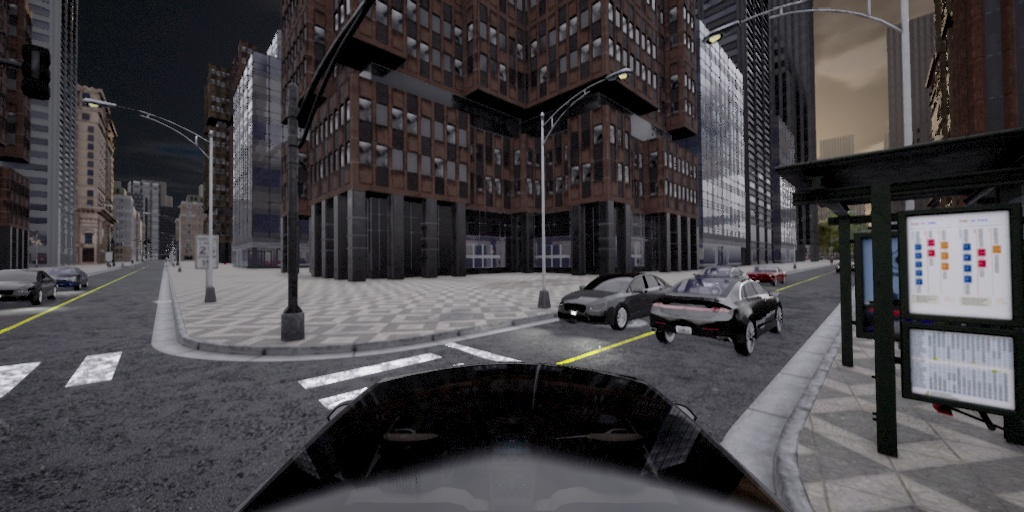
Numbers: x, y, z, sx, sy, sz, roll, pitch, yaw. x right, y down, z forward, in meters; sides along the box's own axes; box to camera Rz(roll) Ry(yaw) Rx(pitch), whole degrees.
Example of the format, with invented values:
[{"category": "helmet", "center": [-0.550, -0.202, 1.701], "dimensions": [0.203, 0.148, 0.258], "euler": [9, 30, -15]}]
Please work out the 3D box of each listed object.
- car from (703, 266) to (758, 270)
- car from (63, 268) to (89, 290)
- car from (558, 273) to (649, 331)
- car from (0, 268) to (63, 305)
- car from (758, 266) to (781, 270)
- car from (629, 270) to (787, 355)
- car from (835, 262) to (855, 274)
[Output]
[{"category": "car", "center": [10.668, 1.284, 18.440], "dimensions": [4.902, 1.511, 2.128], "euler": [0, -1, -44]}, {"category": "car", "center": [-29.624, 1.484, 23.690], "dimensions": [2.033, 1.411, 5.357], "euler": [0, -1, -44]}, {"category": "car", "center": [3.476, 1.308, 11.436], "dimensions": [4.892, 1.490, 1.837], "euler": [0, -1, -42]}, {"category": "car", "center": [-22.363, 1.394, 16.171], "dimensions": [1.837, 1.490, 4.892], "euler": [0, 0, -44]}, {"category": "car", "center": [17.992, 1.380, 25.521], "dimensions": [4.718, 1.301, 1.895], "euler": [0, -1, -44]}, {"category": "car", "center": [5.121, 1.241, 8.753], "dimensions": [4.902, 1.511, 2.128], "euler": [0, -1, -44]}, {"category": "car", "center": [37.458, 1.294, 39.945], "dimensions": [4.718, 1.301, 1.895], "euler": [0, -1, -44]}]
